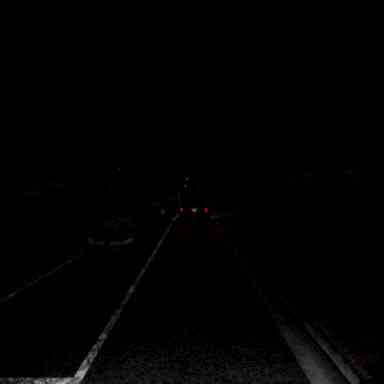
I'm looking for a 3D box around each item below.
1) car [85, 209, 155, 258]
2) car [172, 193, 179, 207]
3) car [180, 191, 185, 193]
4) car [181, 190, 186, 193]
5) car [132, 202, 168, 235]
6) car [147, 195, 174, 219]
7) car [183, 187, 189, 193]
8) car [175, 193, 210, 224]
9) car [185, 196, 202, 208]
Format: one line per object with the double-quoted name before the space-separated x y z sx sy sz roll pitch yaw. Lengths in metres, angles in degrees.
"car" -2.611 1.508 12.372 1.802 1.307 4.206 0 0 0
"car" -2.551 1.204 40.050 2.008 1.369 4.403 1 1 0
"car" -2.526 1.024 51.121 1.887 1.381 4.507 1 1 0
"car" -2.514 0.921 56.655 1.887 1.381 4.507 1 1 0
"car" -2.599 1.447 17.904 1.947 1.339 4.313 0 0 0
"car" -2.587 1.276 23.437 1.967 1.590 4.097 0 0 0
"car" -2.445 0.191 89.284 2.008 1.369 4.403 1 1 0
"car" 0.145 1.188 23.292 2.097 1.767 4.553 0 0 0
"car" 0.183 1.235 41.398 1.895 1.301 4.718 0 1 0
